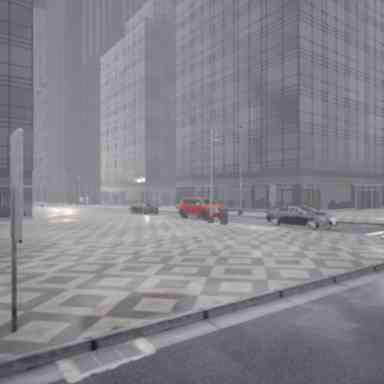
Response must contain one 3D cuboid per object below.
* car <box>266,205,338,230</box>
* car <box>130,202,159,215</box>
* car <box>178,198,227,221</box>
[{"bbox_3d":[7.182,1.642,22.185,2.128,1.511,4.902,0,-1,-36],"label":"car"},{"bbox_3d":[-5.800,1.970,40.124,1.882,1.535,5.008,0,0,-36],"label":"car"},{"bbox_3d":[0.922,1.536,30.817,2.150,2.045,5.566,0,-1,-37],"label":"car"}]
